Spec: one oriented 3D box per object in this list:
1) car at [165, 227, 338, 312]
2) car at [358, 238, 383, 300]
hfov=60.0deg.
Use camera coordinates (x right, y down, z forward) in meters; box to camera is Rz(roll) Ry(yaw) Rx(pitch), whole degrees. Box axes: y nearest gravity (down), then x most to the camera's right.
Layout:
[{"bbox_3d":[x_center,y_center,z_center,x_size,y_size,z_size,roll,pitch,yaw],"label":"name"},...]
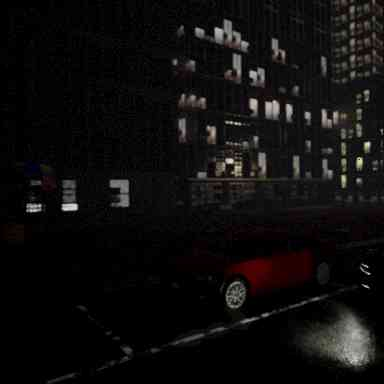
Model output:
[{"bbox_3d":[1.512,1.536,7.657,4.507,1.381,1.887,0,-1,-36],"label":"car"},{"bbox_3d":[5.670,1.463,7.429,5.008,1.535,1.882,0,0,-36],"label":"car"}]
